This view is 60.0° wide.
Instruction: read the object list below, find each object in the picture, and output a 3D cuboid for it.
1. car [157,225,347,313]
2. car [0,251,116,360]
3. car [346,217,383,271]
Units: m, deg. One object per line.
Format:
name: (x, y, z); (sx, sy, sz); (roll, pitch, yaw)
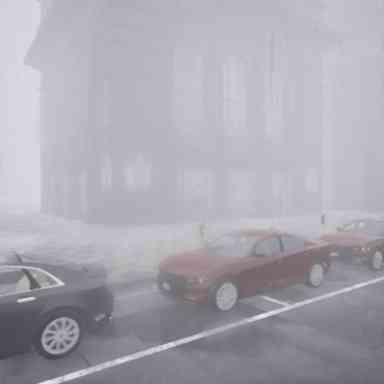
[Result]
car: (1.347, 1.538, 7.608); (4.507, 1.381, 1.887); (0, 0, -35)
car: (-3.223, 1.551, 4.350); (4.403, 1.369, 2.008); (0, 0, -35)
car: (5.921, 1.532, 10.870); (4.507, 1.381, 1.887); (0, 0, -35)
